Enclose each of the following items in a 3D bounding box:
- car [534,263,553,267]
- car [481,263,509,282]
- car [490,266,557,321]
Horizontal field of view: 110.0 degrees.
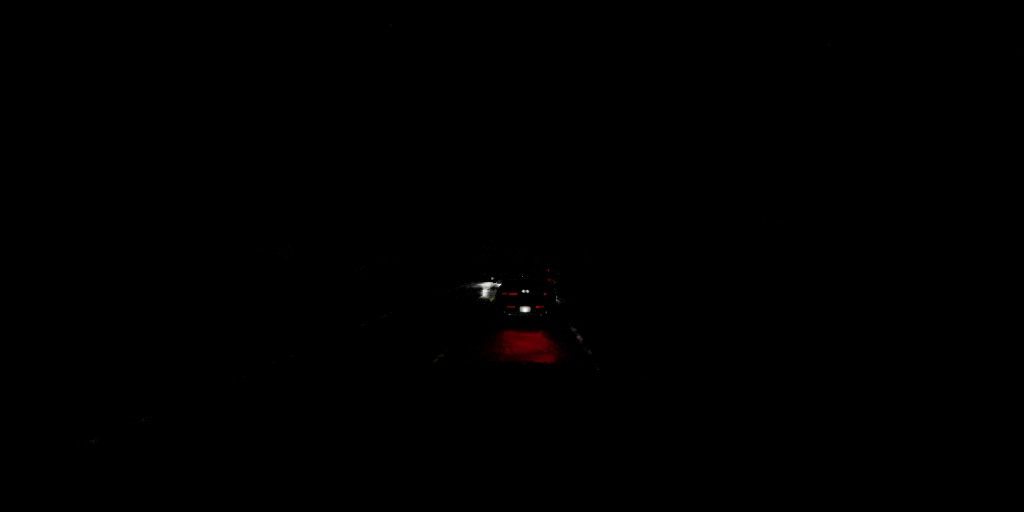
[{"bbox_3d":[3.021,1.327,34.790,1.895,1.301,4.718,0,0,9],"label":"car"},{"bbox_3d":[-1.070,1.276,29.125,2.033,1.411,5.357,0,0,8],"label":"car"},{"bbox_3d":[0.505,1.253,12.534,1.837,1.490,4.892,0,0,3],"label":"car"}]
